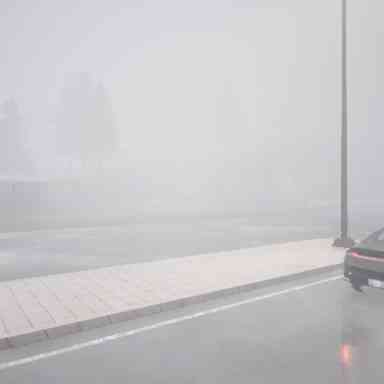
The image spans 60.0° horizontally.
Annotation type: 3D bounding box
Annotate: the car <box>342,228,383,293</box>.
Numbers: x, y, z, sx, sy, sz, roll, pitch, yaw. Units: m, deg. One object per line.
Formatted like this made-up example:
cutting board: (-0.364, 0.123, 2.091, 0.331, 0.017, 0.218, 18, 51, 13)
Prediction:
car: (5.415, 1.491, 7.606, 4.902, 1.511, 2.128, 0, 0, -35)
